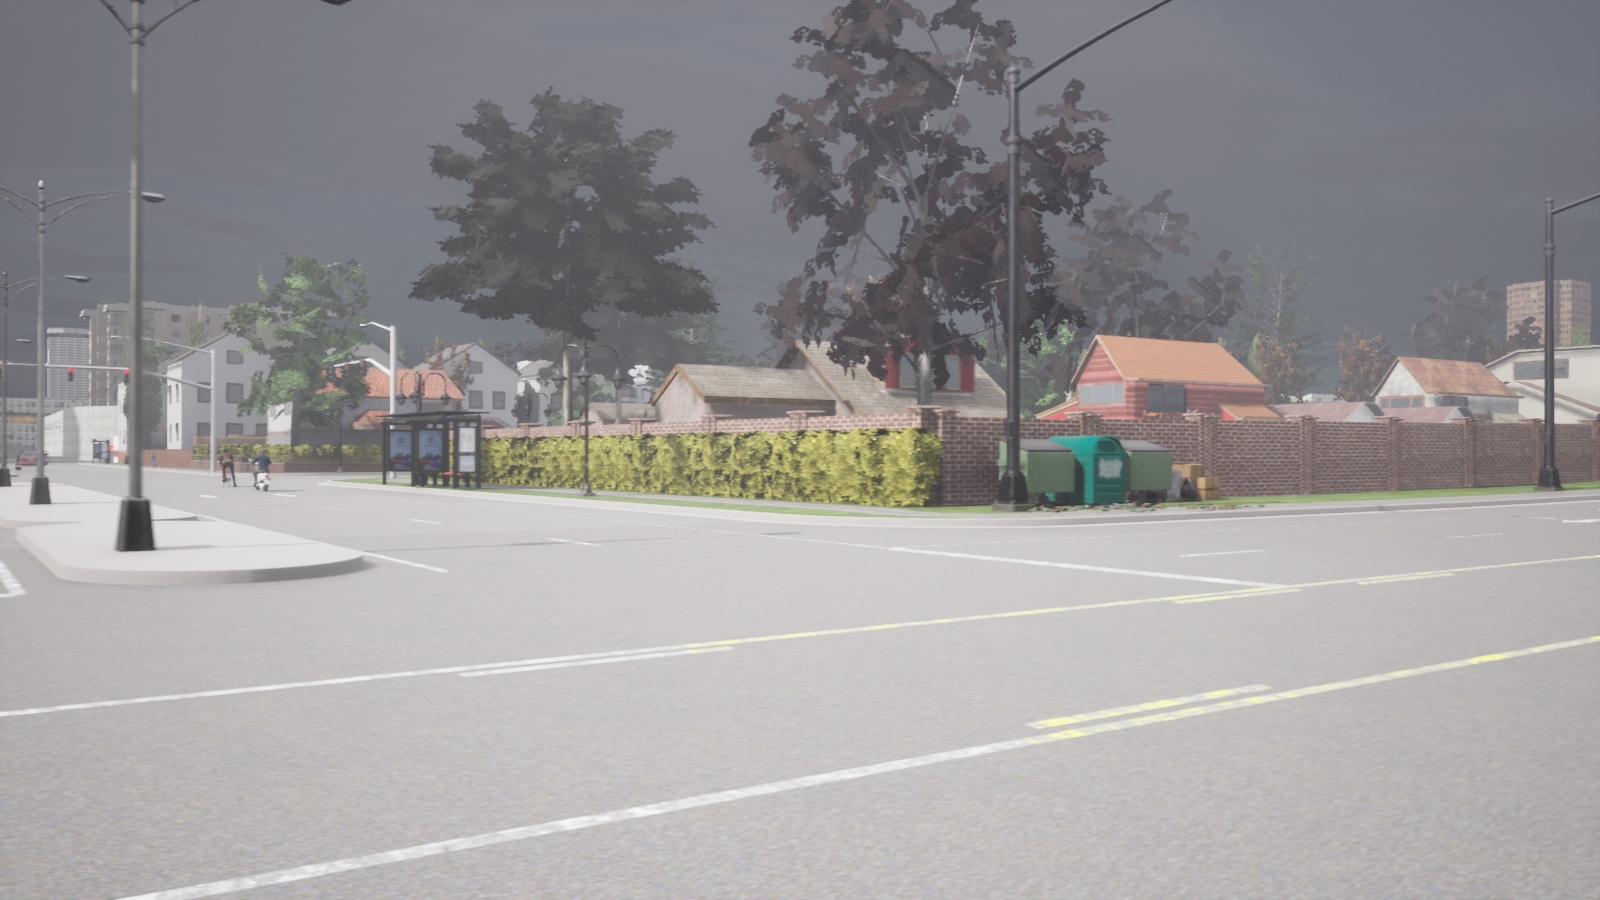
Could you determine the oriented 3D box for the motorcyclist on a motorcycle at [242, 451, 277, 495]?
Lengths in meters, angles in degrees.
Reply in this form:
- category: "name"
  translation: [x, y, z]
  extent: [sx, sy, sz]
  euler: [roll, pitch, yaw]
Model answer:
- category: "motorcyclist on a motorcycle"
  translation: [-20.416, 0.856, 47.427]
  extent: [0.866, 1.590, 1.817]
  euler: [0, 1, -35]
